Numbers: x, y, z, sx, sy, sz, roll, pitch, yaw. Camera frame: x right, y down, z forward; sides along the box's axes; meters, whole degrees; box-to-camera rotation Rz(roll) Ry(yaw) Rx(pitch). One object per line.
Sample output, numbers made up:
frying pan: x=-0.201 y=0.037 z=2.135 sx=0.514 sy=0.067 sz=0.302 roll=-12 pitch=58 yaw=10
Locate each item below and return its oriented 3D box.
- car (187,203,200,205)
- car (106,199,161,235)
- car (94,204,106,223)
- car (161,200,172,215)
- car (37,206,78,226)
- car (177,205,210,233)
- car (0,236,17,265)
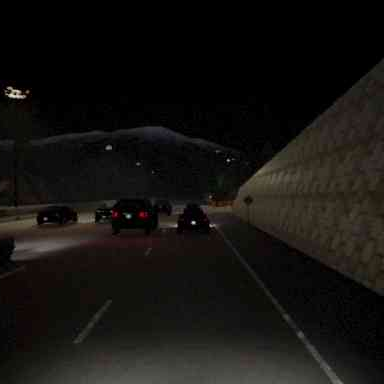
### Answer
car: x=0.086 y=1.944 z=39.190 sx=1.994 sy=1.385 sz=4.181 roll=0 pitch=-1 yaw=0
car: x=-3.407 y=1.422 z=20.566 sx=2.150 sy=2.045 sz=5.566 roll=0 pitch=0 yaw=0
car: x=-6.909 y=1.768 z=28.556 sx=2.128 sy=1.511 sz=4.902 roll=0 pitch=-1 yaw=0
car: x=-3.414 y=1.724 z=38.358 sx=2.097 sy=1.767 sz=4.553 roll=0 pitch=-1 yaw=0
car: x=-10.409 y=1.777 z=25.939 sx=1.812 sy=1.442 sz=4.674 roll=0 pitch=-1 yaw=0
car: x=0.093 y=1.771 z=21.342 sx=1.994 sy=1.385 sz=4.181 roll=0 pitch=-1 yaw=0
car: x=-6.901 y=1.690 z=9.184 sx=1.895 sy=1.301 sz=4.718 roll=0 pitch=-1 yaw=0
